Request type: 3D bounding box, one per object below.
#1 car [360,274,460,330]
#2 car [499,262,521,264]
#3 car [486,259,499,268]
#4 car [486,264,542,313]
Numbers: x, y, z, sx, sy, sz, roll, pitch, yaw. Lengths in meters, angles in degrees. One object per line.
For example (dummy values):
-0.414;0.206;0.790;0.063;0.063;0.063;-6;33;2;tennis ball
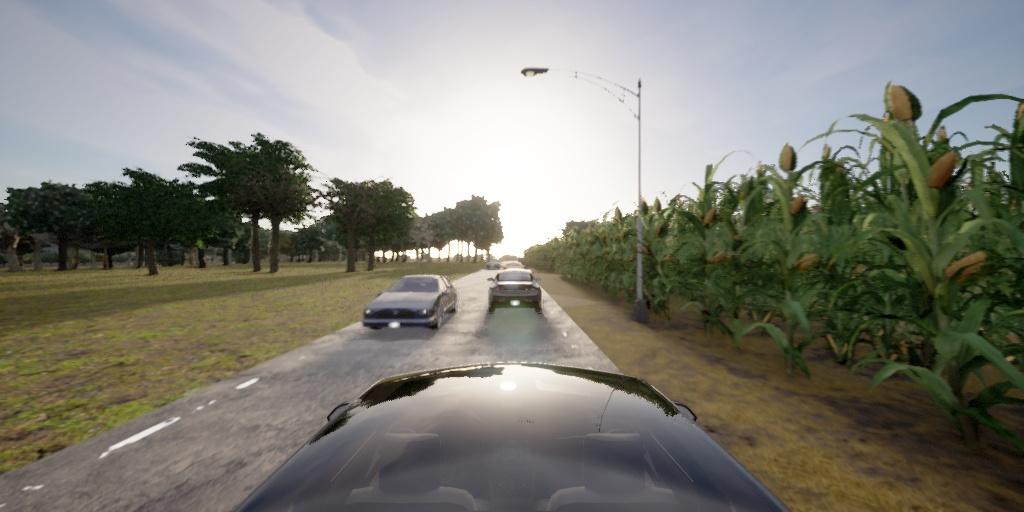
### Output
-2.849;1.291;11.359;2.033;1.411;5.357;0;0;0;car
0.105;1.217;31.201;1.882;1.535;5.008;0;0;0;car
-2.813;1.241;53.687;2.128;1.511;4.902;0;0;0;car
0.095;1.247;13.902;1.837;1.490;4.892;0;0;0;car
